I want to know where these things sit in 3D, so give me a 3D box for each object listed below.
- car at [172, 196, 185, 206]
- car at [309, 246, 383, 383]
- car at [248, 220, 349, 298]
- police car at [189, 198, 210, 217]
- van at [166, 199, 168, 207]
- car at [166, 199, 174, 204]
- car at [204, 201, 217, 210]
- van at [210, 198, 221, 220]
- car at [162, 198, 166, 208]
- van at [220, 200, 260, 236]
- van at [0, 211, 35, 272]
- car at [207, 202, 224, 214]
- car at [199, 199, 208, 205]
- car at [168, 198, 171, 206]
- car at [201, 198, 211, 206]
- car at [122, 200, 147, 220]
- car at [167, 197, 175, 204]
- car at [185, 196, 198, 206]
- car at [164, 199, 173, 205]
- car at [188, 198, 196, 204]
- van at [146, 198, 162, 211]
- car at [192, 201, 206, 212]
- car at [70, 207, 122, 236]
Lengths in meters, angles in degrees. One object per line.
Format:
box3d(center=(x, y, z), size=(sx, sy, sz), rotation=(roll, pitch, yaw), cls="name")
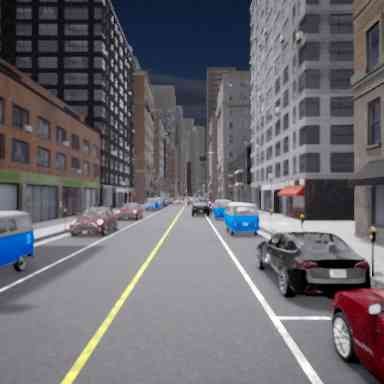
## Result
box3d(center=(-3.003, 2.032, 71.822), size=(2.097, 1.767, 4.553), rotation=(0, -1, 0), cls="car")
box3d(center=(2.856, 1.575, 3.077), size=(1.887, 1.381, 4.507), rotation=(0, -1, 0), cls="car")
box3d(center=(2.856, 1.648, 8.578), size=(1.947, 1.339, 4.313), rotation=(0, -1, 0), cls="car")
box3d(center=(0.899, 1.768, 36.372), size=(1.930, 1.638, 5.238), rotation=(0, -1, 0), cls="police car")
box3d(center=(-5.672, 1.889, 58.090), size=(1.690, 1.788, 3.998), rotation=(0, -1, 0), cls="van")
box3d(center=(-5.674, 2.398, 85.593), size=(1.802, 1.307, 4.206), rotation=(0, -1, 0), cls="car")
box3d(center=(2.854, 2.078, 52.587), size=(1.802, 1.307, 4.206), rotation=(0, -1, 0), cls="car")
box3d(center=(2.854, 1.630, 30.585), size=(1.690, 1.788, 3.998), rotation=(0, -1, 0), cls="van")
box3d(center=(-5.672, 2.046, 52.587), size=(2.008, 1.369, 4.403), rotation=(0, -1, 0), cls="car")
box3d(center=(2.855, 1.526, 19.583), size=(1.690, 1.788, 3.998), rotation=(0, -1, 0), cls="van")
box3d(center=(-5.670, 1.423, 8.580), size=(1.690, 1.788, 3.998), rotation=(0, -1, 0), cls="van")
box3d(center=(2.854, 1.974, 41.585), size=(1.802, 1.307, 4.206), rotation=(0, -1, 0), cls="car")
box3d(center=(2.852, 2.313, 80.093), size=(2.008, 1.369, 4.403), rotation=(0, -1, 0), cls="car")
box3d(center=(-5.672, 2.167, 63.589), size=(1.947, 1.339, 4.313), rotation=(0, -1, 0), cls="car")
box3d(center=(2.853, 2.095, 69.092), size=(1.967, 1.590, 4.097), rotation=(0, -1, 0), cls="car")
box3d(center=(-5.671, 1.728, 30.584), size=(1.967, 1.590, 4.097), rotation=(0, -1, 0), cls="car")
box3d(center=(-5.674, 2.311, 91.096), size=(1.967, 1.590, 4.097), rotation=(0, -1, 0), cls="car")
box3d(center=(-0.003, 2.148, 71.496), size=(1.994, 1.385, 4.181), rotation=(0, -1, 0), cls="car")
box3d(center=(-5.673, 2.328, 80.092), size=(1.947, 1.339, 4.313), rotation=(0, -1, 0), cls="car")
box3d(center=(-0.004, 2.246, 86.601), size=(1.812, 1.442, 4.674), rotation=(0, -1, 0), cls="car")
box3d(center=(-5.672, 1.784, 47.089), size=(1.690, 1.788, 3.998), rotation=(0, -1, 0), cls="van")
box3d(center=(0.898, 1.962, 46.261), size=(1.812, 1.442, 4.674), rotation=(0, -1, 0), cls="car")
box3d(center=(-5.671, 1.625, 19.582), size=(1.967, 1.590, 4.097), rotation=(0, -1, 0), cls="car")
